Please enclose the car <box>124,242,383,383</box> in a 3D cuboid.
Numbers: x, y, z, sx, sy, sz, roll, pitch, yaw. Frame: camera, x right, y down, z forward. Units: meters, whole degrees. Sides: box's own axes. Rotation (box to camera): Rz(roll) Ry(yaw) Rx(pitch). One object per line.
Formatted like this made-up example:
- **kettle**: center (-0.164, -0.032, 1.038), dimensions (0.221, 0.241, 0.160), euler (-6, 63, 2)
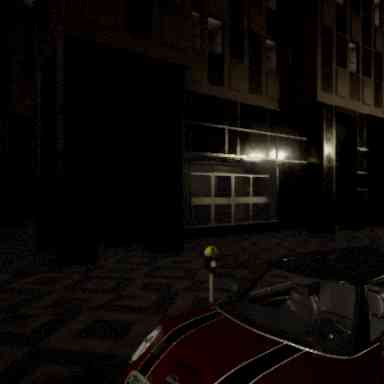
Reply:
- **car**: center (1.342, 1.434, 3.480), dimensions (4.097, 1.590, 1.967), euler (0, 0, -35)
